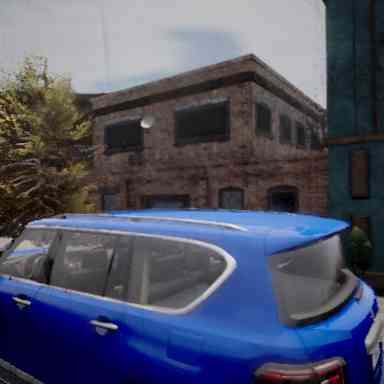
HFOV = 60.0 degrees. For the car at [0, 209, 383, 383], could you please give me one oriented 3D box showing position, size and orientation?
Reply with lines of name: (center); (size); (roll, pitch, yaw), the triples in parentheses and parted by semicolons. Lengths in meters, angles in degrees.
car: (-0.898, 1.225, 3.892); (5.566, 2.045, 2.435); (0, 0, 36)
